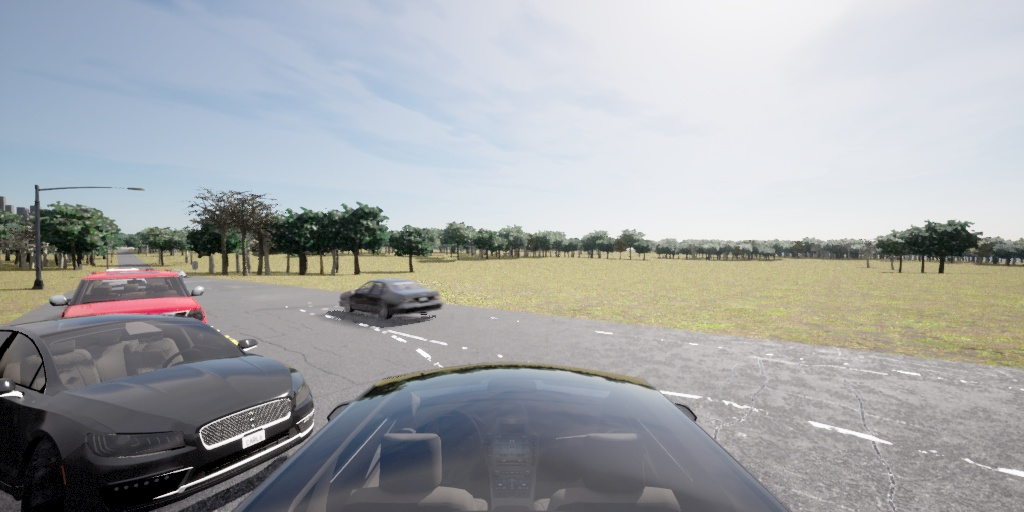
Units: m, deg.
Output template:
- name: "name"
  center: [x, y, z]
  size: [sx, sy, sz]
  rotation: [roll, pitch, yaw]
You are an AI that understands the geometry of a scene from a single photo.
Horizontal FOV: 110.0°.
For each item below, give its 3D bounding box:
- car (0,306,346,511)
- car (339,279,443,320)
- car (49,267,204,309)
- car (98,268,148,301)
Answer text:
- name: "car"
  center: [-4.470, 1.445, 4.039]
  size: [4.892, 1.490, 1.837]
  rotation: [-3, -3, 23]
- name: "car"
  center: [-4.986, 1.627, 14.369]
  size: [5.357, 1.411, 2.033]
  rotation: [-2, 0, 42]
- name: "car"
  center: [-9.268, 1.386, 8.801]
  size: [5.566, 2.045, 2.150]
  rotation: [-2, 0, 42]
- name: "car"
  center: [-27.461, 1.890, 25.327]
  size: [5.566, 2.045, 2.150]
  rotation: [-2, 0, 42]
